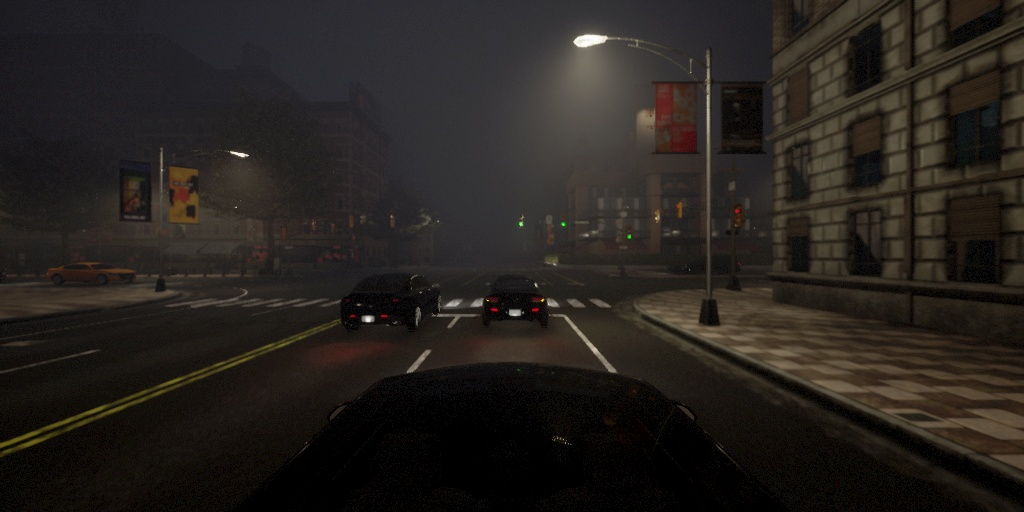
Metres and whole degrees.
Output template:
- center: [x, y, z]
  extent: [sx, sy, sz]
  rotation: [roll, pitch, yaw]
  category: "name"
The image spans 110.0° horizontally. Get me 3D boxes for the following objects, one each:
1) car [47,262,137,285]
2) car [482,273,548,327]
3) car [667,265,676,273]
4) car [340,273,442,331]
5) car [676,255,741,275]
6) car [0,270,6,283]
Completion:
- center: [-29.713, 1.210, 25.463]
  extent: [5.008, 1.535, 1.882]
  rotation: [0, 0, 0]
  category: "car"
- center: [0.114, 1.267, 11.371]
  extent: [1.812, 1.442, 4.674]
  rotation: [0, 0, 1]
  category: "car"
- center: [20.404, 1.262, 40.384]
  extent: [5.357, 1.411, 2.033]
  rotation: [0, 0, 0]
  category: "car"
- center: [-3.411, 1.247, 10.934]
  extent: [1.837, 1.490, 4.892]
  rotation: [0, 0, 0]
  category: "car"
- center: [20.363, 0.939, 36.868]
  extent: [5.566, 2.045, 2.150]
  rotation: [0, 0, 2]
  category: "car"
- center: [-39.346, 1.211, 25.518]
  extent: [5.008, 1.535, 1.882]
  rotation: [0, 0, 0]
  category: "car"
